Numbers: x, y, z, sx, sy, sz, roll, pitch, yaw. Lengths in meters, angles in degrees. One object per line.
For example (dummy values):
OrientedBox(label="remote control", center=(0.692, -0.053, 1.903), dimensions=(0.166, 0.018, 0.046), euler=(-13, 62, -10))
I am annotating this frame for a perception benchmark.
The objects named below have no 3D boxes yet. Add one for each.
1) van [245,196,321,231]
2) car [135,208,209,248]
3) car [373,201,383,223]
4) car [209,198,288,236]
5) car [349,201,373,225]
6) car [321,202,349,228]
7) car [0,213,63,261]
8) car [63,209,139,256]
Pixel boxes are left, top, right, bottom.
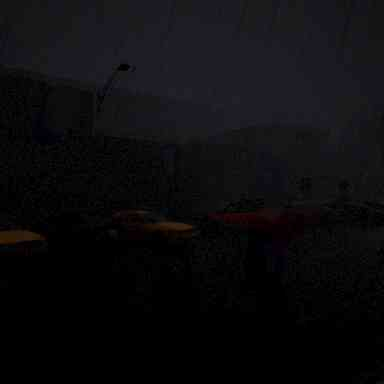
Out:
OrientedBox(label="van", center=(5.102, 1.265, 20.125), dimensions=(4.442, 1.987, 1.878), euler=(-1, -1, 35))
OrientedBox(label="car", center=(-2.137, 1.492, 14.884), dimensions=(5.366, 1.575, 1.946), euler=(-1, -1, 35))
OrientedBox(label="car", center=(12.450, 1.438, 25.278), dimensions=(5.366, 1.575, 1.946), euler=(-1, -1, 35))
OrientedBox(label="car", center=(2.592, 1.371, 18.432), dimensions=(4.553, 1.767, 2.185), euler=(-1, 0, 34))
OrientedBox(label="car", center=(9.836, 1.497, 23.659), dimensions=(4.792, 1.488, 2.163), euler=(-1, 0, 35))
OrientedBox(label="car", center=(7.433, 1.519, 21.908), dimensions=(4.674, 1.452, 2.002), euler=(-1, 0, 35))
OrientedBox(label="car", center=(-6.996, 1.488, 11.423), dimensions=(5.366, 1.575, 1.946), euler=(-1, -1, 35))
OrientedBox(label="car", center=(-4.747, 1.526, 13.270), dimensions=(4.792, 1.488, 2.163), euler=(-1, -1, 35))
